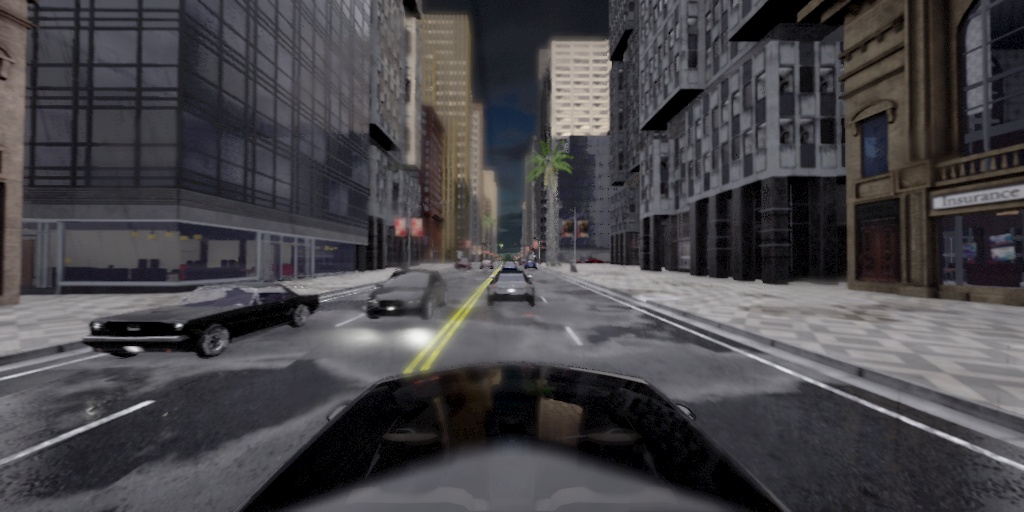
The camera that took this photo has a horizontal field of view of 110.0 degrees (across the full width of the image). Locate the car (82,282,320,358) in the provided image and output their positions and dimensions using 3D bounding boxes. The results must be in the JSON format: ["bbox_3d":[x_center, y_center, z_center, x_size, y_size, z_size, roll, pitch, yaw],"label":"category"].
[{"bbox_3d":[-6.670,1.329,8.517,1.895,1.301,4.718,0,0,0],"label":"car"}]

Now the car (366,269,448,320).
[{"bbox_3d":[-3.455,1.242,12.611,1.837,1.490,4.892,0,0,0],"label":"car"}]

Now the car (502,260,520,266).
[{"bbox_3d":[-0.299,1.331,46.405,1.994,1.385,4.181,0,0,0],"label":"car"}]

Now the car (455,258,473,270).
[{"bbox_3d":[-7.009,1.113,52.397,2.097,1.767,4.553,0,0,0],"label":"car"}]

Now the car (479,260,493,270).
[{"bbox_3d":[-3.776,1.300,53.580,1.812,1.442,4.674,0,0,0],"label":"car"}]

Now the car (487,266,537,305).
[{"bbox_3d":[-0.036,1.310,15.945,1.994,1.385,4.181,0,0,0],"label":"car"}]

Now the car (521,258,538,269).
[{"bbox_3d":[2.862,1.330,56.752,1.812,1.442,4.674,0,0,0],"label":"car"}]
